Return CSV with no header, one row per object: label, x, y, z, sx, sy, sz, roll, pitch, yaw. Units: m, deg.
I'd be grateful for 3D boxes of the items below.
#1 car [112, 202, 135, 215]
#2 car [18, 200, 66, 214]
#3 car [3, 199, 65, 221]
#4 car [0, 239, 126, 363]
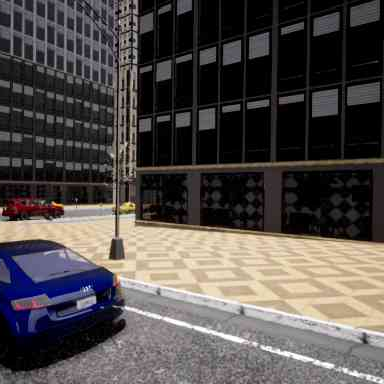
car,-7.013,1.830,38.383,1.752,1.417,4.829,1,0,36
car,-17.308,1.643,38.510,1.752,1.417,4.829,1,0,36
car,-13.778,1.520,29.147,2.192,1.841,5.009,1,0,36
car,-3.181,1.561,5.935,4.181,1.385,1.994,0,0,34
